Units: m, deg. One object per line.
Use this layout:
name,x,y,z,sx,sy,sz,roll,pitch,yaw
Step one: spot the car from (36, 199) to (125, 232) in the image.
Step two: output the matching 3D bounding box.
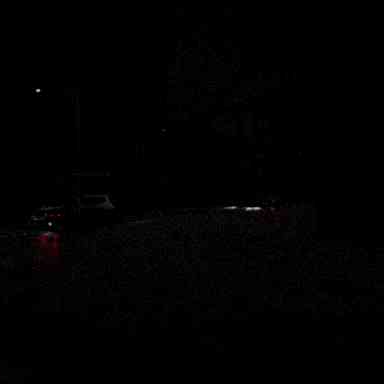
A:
car,-6.110,1.441,19.593,2.128,1.511,4.902,-2,-1,35

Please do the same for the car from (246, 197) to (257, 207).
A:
car,9.416,1.386,46.384,2.033,1.411,5.357,-2,-1,36

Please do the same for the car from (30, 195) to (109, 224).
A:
car,-7.818,1.249,22.293,2.150,2.045,5.566,-2,-1,35

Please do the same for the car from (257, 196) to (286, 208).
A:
car,10.694,1.278,43.308,1.812,1.442,4.674,-2,-1,36
